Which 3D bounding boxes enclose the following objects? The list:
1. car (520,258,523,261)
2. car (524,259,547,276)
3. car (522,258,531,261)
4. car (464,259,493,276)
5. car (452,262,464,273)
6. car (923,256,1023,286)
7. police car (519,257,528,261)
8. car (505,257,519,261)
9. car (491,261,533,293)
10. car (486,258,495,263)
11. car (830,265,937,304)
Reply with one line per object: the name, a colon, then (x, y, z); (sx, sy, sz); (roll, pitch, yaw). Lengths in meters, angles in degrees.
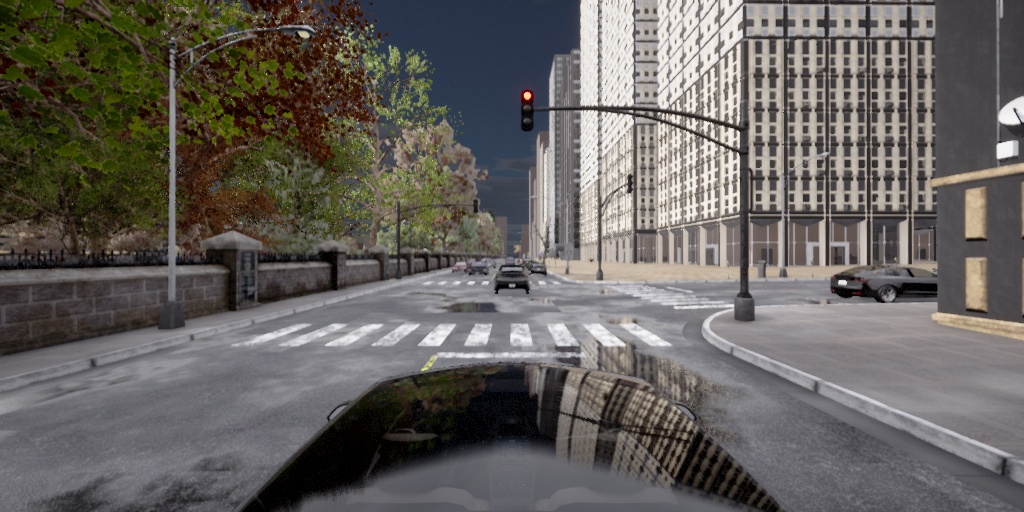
car: (2.453, 1.274, 47.412); (1.948, 1.339, 4.313); (0, 0, 0)
car: (2.512, 1.282, 36.148); (1.948, 1.339, 4.313); (0, 0, 0)
car: (2.482, 1.278, 41.780); (1.948, 1.339, 4.313); (0, 0, 0)
car: (-3.276, 1.263, 36.056); (2.033, 1.411, 5.357); (0, 0, 0)
car: (-5.898, 1.294, 41.736); (1.802, 1.307, 4.207); (0, 0, 0)
car: (25.886, 0.772, 19.539); (4.892, 1.490, 1.837); (-1, 0, -1)
police car: (2.807, 1.129, 64.571); (1.930, 1.638, 5.238); (0, 0, 0)
car: (-0.326, 1.195, 64.218); (2.128, 1.511, 4.902); (0, 0, 0)
car: (0.003, 1.233, 20.325); (1.837, 1.490, 4.892); (0, 0, 0)
car: (-3.352, 1.197, 54.166); (2.128, 1.511, 4.902); (0, 0, 0)
car: (14.627, 1.010, 13.628); (4.313, 1.339, 1.948); (0, 0, -1)
